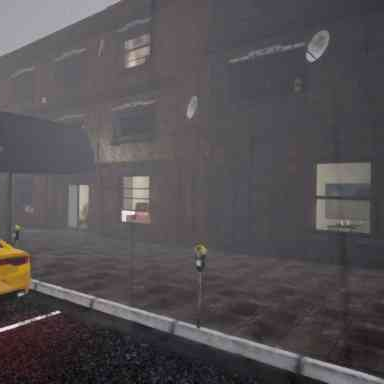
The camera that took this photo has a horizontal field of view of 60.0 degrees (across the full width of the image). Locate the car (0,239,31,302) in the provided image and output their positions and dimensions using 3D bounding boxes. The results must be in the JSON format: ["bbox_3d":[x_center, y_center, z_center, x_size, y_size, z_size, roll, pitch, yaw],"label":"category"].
[{"bbox_3d":[-5.472,1.475,7.143,5.008,1.535,1.882,0,0,35],"label":"car"}]
